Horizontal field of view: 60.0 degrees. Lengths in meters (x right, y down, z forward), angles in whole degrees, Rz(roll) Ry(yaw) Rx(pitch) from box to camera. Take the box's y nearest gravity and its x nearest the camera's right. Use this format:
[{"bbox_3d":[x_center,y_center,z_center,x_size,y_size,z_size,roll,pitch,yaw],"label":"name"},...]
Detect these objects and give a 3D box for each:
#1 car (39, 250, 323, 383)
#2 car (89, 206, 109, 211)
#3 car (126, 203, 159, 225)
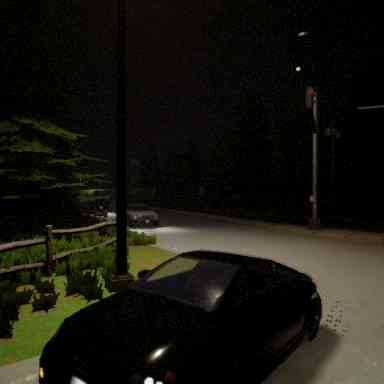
[{"bbox_3d":[0.238,1.565,4.537,1.994,1.385,4.181,1,0,39],"label":"car"},{"bbox_3d":[-10.803,1.466,38.237,2.128,1.511,4.902,0,0,-24],"label":"car"},{"bbox_3d":[-3.677,1.499,22.380,1.812,1.442,4.674,0,0,-25],"label":"car"}]
